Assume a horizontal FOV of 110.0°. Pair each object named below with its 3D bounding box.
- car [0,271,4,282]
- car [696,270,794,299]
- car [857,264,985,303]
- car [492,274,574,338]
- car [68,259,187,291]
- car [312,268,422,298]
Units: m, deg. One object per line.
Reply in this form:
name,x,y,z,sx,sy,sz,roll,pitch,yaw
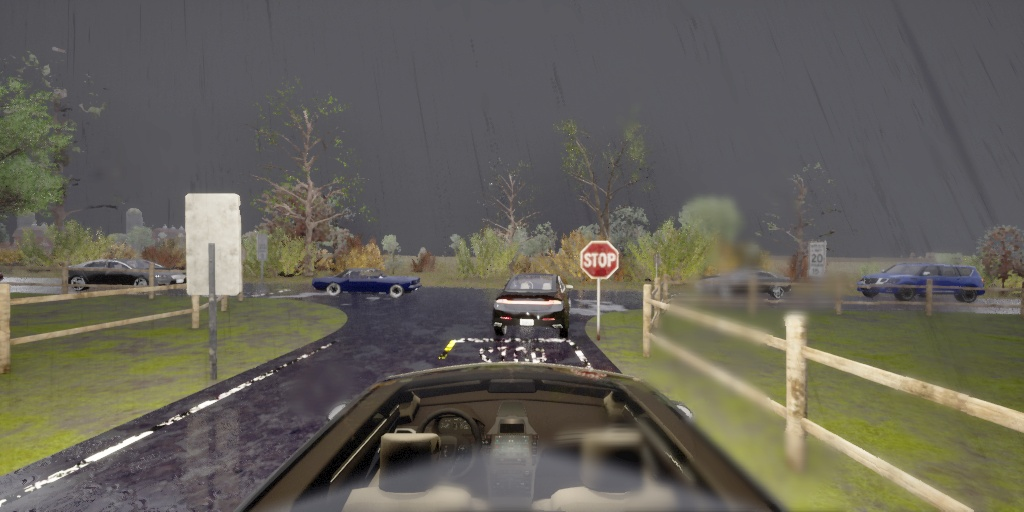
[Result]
car,-27.785,0.718,17.330,4.674,1.442,1.812,1,1,0
car,13.014,1.526,20.209,4.902,1.511,2.128,1,1,0
car,22.910,1.467,20.192,5.566,2.045,2.150,1,1,0
car,0.711,1.240,10.257,2.128,1.511,4.902,0,0,9
car,-18.481,0.886,17.317,4.902,1.511,2.128,1,1,0
car,-6.813,1.249,17.293,4.718,1.301,1.895,1,1,0
